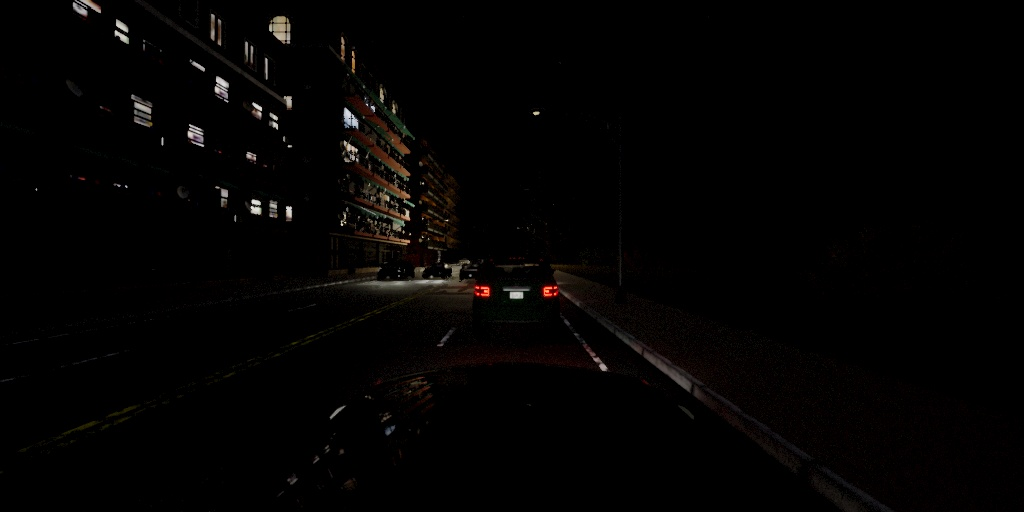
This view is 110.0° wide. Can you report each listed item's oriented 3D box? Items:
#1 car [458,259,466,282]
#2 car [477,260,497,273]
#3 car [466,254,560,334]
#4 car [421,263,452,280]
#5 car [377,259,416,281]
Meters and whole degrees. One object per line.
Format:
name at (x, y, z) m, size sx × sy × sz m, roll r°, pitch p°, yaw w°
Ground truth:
car at (-3.075, 1.242, 28.960) m, size 2.128 × 1.511 × 4.902 m, roll 0°, pitch 0°, yaw 0°
car at (-3.034, 1.242, 45.101) m, size 2.128 × 1.511 × 4.902 m, roll 0°, pitch 0°, yaw 1°
car at (0.119, 0.973, 10.714) m, size 2.150 × 2.045 × 5.566 m, roll 0°, pitch 0°, yaw 0°
car at (-6.515, 1.299, 31.733) m, size 2.033 × 1.411 × 5.357 m, roll 0°, pitch 0°, yaw 0°
car at (-9.772, 1.104, 30.520) m, size 2.097 × 1.767 × 4.553 m, roll 0°, pitch 0°, yaw 0°
